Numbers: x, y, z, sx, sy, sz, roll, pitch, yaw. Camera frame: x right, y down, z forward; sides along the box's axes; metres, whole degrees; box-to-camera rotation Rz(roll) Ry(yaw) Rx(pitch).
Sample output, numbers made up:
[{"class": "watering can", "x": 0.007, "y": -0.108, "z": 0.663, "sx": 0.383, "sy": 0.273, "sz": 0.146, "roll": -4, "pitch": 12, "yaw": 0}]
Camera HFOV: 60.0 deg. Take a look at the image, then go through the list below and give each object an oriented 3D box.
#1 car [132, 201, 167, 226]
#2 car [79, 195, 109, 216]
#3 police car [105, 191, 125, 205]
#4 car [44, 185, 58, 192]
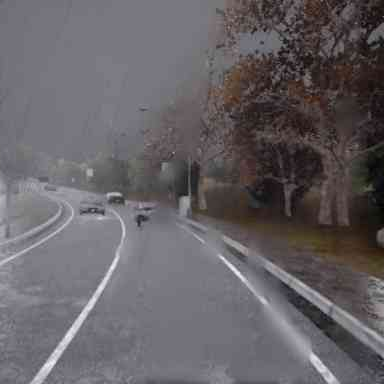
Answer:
[{"class": "car", "x": -2.859, "y": 1.328, "z": 22.066, "sx": 2.128, "sy": 1.511, "sz": 4.902, "roll": 1, "pitch": 1, "yaw": -13}, {"class": "car", "x": -8.376, "y": 1.198, "z": 27.874, "sx": 1.994, "sy": 1.385, "sz": 4.181, "roll": 1, "pitch": 1, "yaw": -19}, {"class": "police car", "x": -9.632, "y": 0.697, "z": 40.794, "sx": 1.930, "sy": 1.638, "sz": 5.238, "roll": 1, "pitch": 2, "yaw": -25}, {"class": "car", "x": -27.625, "y": -0.738, "z": 65.011, "sx": 2.033, "sy": 1.411, "sz": 5.357, "roll": 2, "pitch": 2, "yaw": -31}]
